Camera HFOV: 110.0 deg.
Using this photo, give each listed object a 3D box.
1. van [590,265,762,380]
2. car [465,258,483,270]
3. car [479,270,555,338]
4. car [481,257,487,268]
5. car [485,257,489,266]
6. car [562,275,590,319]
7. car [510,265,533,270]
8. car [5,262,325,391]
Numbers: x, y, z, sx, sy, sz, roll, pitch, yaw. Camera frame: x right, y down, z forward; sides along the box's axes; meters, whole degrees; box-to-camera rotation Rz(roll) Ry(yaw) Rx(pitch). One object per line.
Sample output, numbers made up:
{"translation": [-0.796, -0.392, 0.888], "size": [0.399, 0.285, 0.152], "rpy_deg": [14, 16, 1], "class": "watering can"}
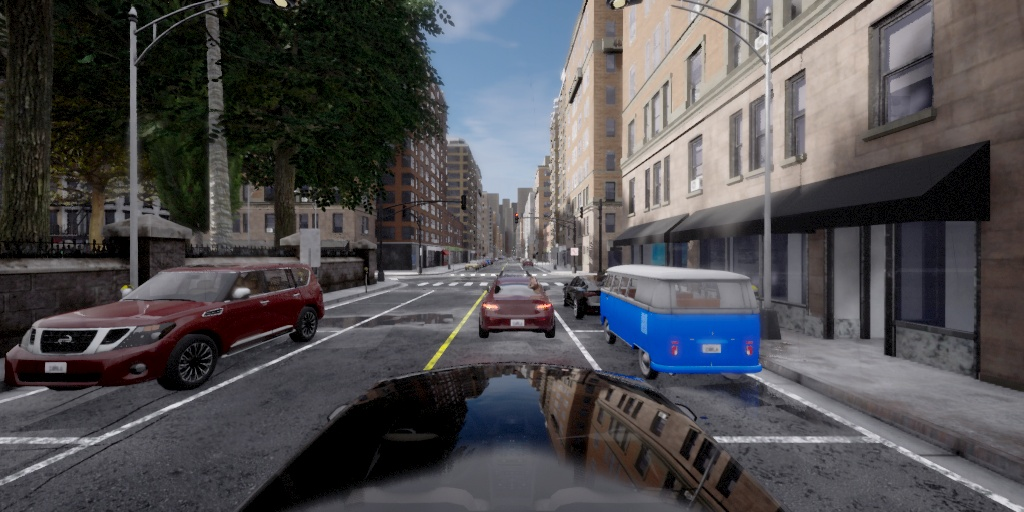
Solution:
{"translation": [2.867, 1.090, 6.986], "size": [1.690, 1.789, 3.998], "rpy_deg": [0, 0, 0], "class": "van"}
{"translation": [-5.564, 1.249, 50.483], "size": [1.751, 1.417, 4.829], "rpy_deg": [0, 0, 0], "class": "car"}
{"translation": [0.123, 1.274, 10.027], "size": [1.812, 1.442, 4.674], "rpy_deg": [0, 0, 0], "class": "car"}
{"translation": [-5.552, 1.272, 56.104], "size": [2.007, 1.370, 4.403], "rpy_deg": [0, 0, 0], "class": "car"}
{"translation": [-5.540, 1.266, 61.555], "size": [1.888, 1.381, 4.507], "rpy_deg": [0, 0, 0], "class": "car"}
{"translation": [2.880, 1.313, 12.647], "size": [1.948, 1.339, 4.313], "rpy_deg": [0, 0, 0], "class": "car"}
{"translation": [0.112, 1.345, 18.849], "size": [1.895, 1.301, 4.718], "rpy_deg": [0, 0, -1], "class": "car"}
{"translation": [-5.657, 1.064, 6.965], "size": [2.192, 1.841, 5.009], "rpy_deg": [0, 0, 0], "class": "car"}
